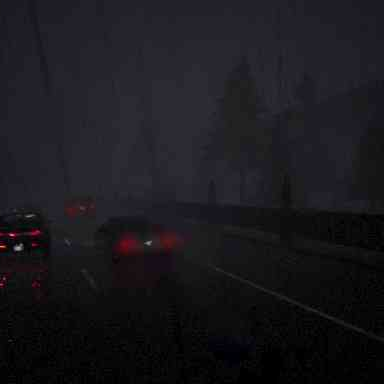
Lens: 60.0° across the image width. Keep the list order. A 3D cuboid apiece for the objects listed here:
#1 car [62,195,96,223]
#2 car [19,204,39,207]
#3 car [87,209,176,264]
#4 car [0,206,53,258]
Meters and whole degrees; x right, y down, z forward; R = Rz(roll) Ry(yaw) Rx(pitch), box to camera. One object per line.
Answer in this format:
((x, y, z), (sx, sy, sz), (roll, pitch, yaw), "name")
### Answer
((-9.051, 1.263, 26.559), (2.150, 2.045, 5.566), (0, 0, -24), "car")
((-11.797, 1.598, 24.140), (2.033, 1.411, 5.357), (0, 0, -24), "car")
((-2.288, 1.558, 12.003), (2.033, 1.411, 5.357), (0, 0, -25), "car")
((-6.316, 1.518, 12.414), (2.128, 1.511, 4.902), (0, 0, -24), "car")
